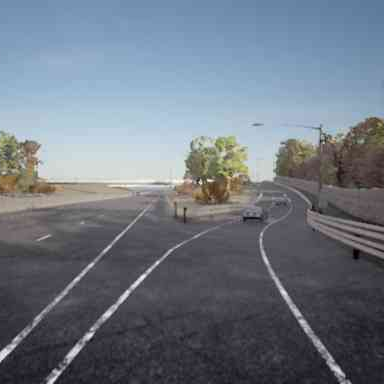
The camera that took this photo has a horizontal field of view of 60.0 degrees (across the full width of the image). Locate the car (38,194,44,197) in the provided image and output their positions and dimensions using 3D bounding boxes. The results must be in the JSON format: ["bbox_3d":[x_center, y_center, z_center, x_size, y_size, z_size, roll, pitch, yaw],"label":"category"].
[{"bbox_3d":[-30.661,1.267,66.133,1.837,1.490,4.892,0,0,-5],"label":"car"}]

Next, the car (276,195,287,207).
[{"bbox_3d":[17.064,1.907,63.427,1.837,1.490,4.892,1,2,16],"label":"car"}]

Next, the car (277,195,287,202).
[{"bbox_3d":[19.753,1.409,73.198,1.895,1.301,4.718,1,4,14],"label":"car"}]

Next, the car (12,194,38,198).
[{"bbox_3d":[-25.879,1.304,50.880,1.837,1.490,4.892,0,0,-4],"label":"car"}]

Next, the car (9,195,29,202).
[{"bbox_3d":[-34.145,1.269,65.800,1.812,1.442,4.674,0,0,-5],"label":"car"}]

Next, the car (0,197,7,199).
[{"bbox_3d":[-29.333,1.376,50.262,1.895,1.301,4.718,0,0,-4],"label":"car"}]

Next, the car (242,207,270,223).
[{"bbox_3d":[6.230,2.130,32.115,2.033,1.411,5.357,1,-1,21],"label":"car"}]

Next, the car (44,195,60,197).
[{"bbox_3d":[-27.188,1.332,66.604,2.033,1.411,5.357,0,0,-5],"label":"car"}]
